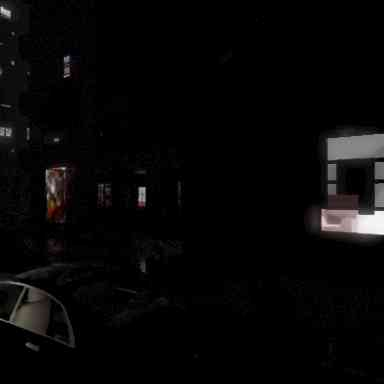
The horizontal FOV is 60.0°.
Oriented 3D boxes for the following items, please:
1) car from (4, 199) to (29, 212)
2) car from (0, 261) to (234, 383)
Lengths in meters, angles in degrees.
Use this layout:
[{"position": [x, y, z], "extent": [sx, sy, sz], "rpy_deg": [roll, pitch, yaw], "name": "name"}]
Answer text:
[{"position": [-17.123, 1.255, 34.904], "extent": [1.752, 1.417, 4.829], "rpy_deg": [1, 1, 35], "name": "car"}, {"position": [-1.639, 1.550, 4.043], "extent": [4.403, 1.369, 2.008], "rpy_deg": [0, 0, 36], "name": "car"}]
